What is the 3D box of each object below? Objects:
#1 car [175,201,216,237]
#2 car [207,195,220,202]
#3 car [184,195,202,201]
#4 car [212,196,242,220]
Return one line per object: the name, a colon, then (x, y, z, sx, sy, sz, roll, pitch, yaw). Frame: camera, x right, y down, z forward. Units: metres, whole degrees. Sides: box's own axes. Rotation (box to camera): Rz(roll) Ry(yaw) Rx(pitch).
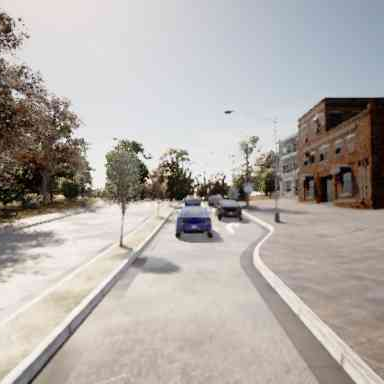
car: (0.096, 1.534, 18.752, 1.882, 1.535, 5.008, 0, 1, 0)
car: (3.021, 1.100, 42.828, 1.994, 1.385, 4.181, 0, 1, 1)
car: (0.096, 1.123, 38.758, 2.128, 1.511, 4.902, 0, 1, 0)
car: (2.926, 1.376, 27.275, 1.882, 1.535, 5.008, 0, 2, 0)
